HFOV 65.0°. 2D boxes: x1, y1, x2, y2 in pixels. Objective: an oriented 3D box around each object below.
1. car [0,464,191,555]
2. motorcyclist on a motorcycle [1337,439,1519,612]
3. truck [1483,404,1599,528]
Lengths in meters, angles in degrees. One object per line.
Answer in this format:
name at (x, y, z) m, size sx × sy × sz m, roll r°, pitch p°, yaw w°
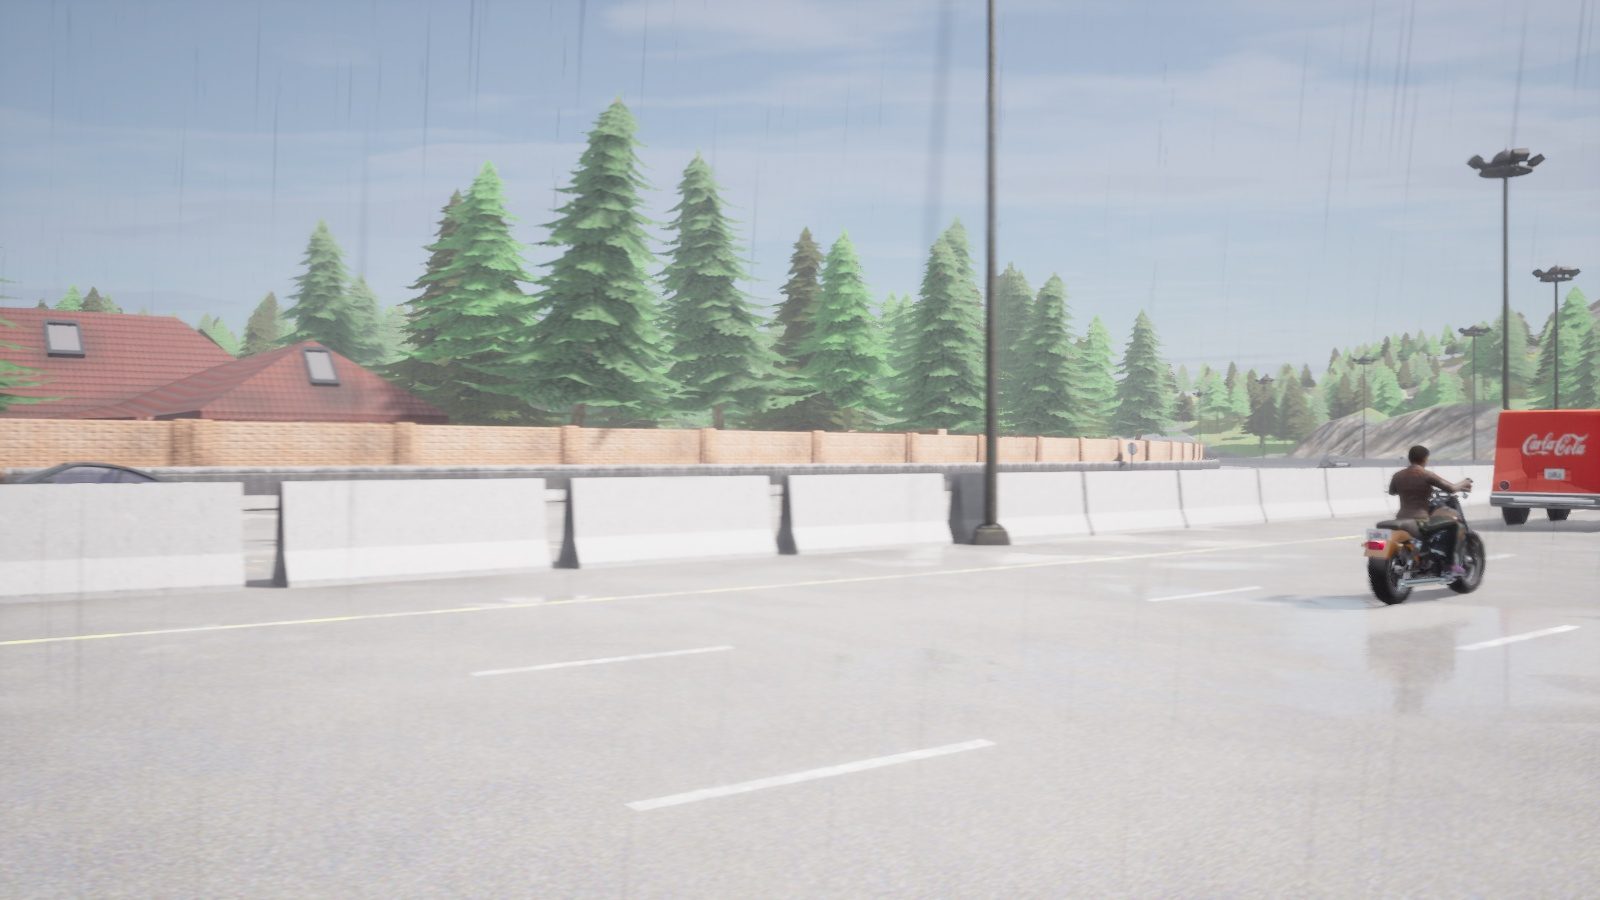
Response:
car at (-12.460, 0.941, 20.599) m, size 4.181 × 1.385 × 1.994 m, roll 0°, pitch 0°, yaw -35°
motorcyclist on a motorcycle at (6.558, 0.731, 13.052) m, size 2.350 × 1.649 × 0.766 m, roll 0°, pitch -1°, yaw -39°
truck at (17.156, 0.321, 27.375) m, size 2.627 × 2.467 × 5.204 m, roll 0°, pitch 0°, yaw 45°
